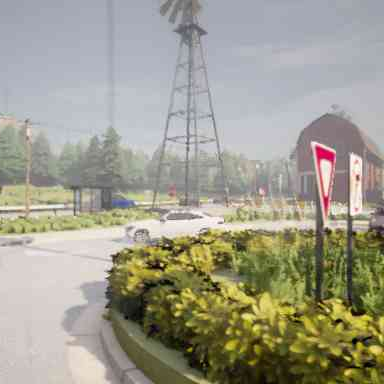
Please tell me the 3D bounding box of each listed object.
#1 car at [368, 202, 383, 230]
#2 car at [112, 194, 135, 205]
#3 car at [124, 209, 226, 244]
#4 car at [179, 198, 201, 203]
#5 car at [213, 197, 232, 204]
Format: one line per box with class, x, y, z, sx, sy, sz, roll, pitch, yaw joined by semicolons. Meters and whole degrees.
car;11.181;1.524;18.787;1.784;1.438;3.905;0;0;35
car;-9.262;1.267;39.556;2.150;2.045;5.566;0;0;36
car;-0.771;1.540;15.430;4.674;1.442;1.812;0;0;-8
car;-0.275;1.610;52.049;1.994;1.385;4.181;0;0;36
car;5.482;1.572;60.124;1.812;1.442;4.674;0;0;36
